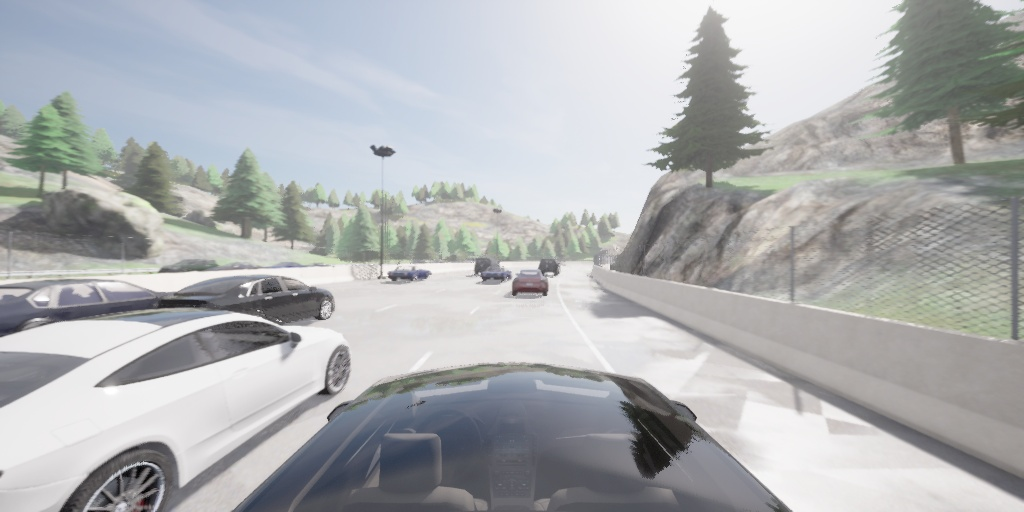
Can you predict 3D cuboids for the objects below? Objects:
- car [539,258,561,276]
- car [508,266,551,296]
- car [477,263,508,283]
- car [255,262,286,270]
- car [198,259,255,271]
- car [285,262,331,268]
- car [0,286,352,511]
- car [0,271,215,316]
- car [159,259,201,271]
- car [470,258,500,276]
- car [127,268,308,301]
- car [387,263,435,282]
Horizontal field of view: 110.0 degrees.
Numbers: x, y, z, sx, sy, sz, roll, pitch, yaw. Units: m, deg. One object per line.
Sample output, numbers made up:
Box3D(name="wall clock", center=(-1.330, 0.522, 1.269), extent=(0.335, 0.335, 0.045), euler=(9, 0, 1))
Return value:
Box3D(name="car", center=(4.551, 1.298, 42.897), extent=(2.150, 2.045, 5.566), euler=(0, 0, 13))
Box3D(name="car", center=(1.118, 1.455, 20.762), extent=(1.994, 1.385, 4.181), euler=(0, 0, 6))
Box3D(name="car", center=(-1.223, 1.536, 30.608), extent=(1.895, 1.301, 4.718), euler=(0, 0, 10))
Box3D(name="car", center=(-21.927, 1.285, 34.816), extent=(1.812, 1.442, 4.674), euler=(0, -1, 9))
Box3D(name="car", center=(-25.673, 1.262, 33.655), extent=(2.033, 1.411, 5.357), euler=(0, 0, 9))
Box3D(name="car", center=(-18.557, 1.350, 33.685), extent=(1.994, 1.385, 4.181), euler=(0, -1, 9))
Box3D(name="car", center=(-3.385, 1.255, 3.612), extent=(1.812, 1.442, 4.674), euler=(0, 0, 0))
Box3D(name="car", center=(-10.352, 1.242, 8.569), extent=(2.033, 1.411, 5.357), euler=(1, 0, 2))
Box3D(name="car", center=(-29.307, 1.025, 32.803), extent=(2.097, 1.767, 4.553), euler=(1, 0, 9))
Box3D(name="car", center=(-2.747, 1.221, 42.172), extent=(2.150, 2.045, 5.566), euler=(0, 0, 12))
Box3D(name="car", center=(-6.708, 1.244, 9.652), extent=(1.837, 1.490, 4.892), euler=(0, 0, 3))
Box3D(name="car", center=(-8.420, 1.460, 29.908), extent=(1.895, 1.301, 4.718), euler=(0, 0, 8))
